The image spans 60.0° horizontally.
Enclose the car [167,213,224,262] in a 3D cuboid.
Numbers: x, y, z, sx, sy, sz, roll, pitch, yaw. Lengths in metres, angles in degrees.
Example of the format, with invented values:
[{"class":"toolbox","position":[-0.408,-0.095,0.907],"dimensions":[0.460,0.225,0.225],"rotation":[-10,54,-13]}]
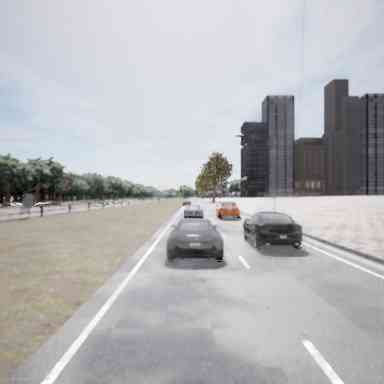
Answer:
[{"class":"car","position":[0.112,1.717,12.875],"dimensions":[1.994,1.385,4.181],"rotation":[0,-1,0]}]

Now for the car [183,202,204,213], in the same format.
[{"class":"car","position":[0.153,1.916,31.018],"dimensions":[2.033,1.411,5.357],"rotation":[0,-1,0]}]

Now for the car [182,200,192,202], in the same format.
[{"class":"car","position":[-1.097,2.411,72.651],"dimensions":[1.812,1.442,4.674],"rotation":[0,-1,0]}]

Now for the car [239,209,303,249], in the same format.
[{"class":"car","position":[3.621,1.664,15.627],"dimensions":[1.882,1.535,5.008],"rotation":[0,-1,0]}]

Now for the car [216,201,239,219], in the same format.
[{"class":"car","position":[3.658,1.760,34.404],"dimensions":[2.097,1.767,4.553],"rotation":[0,-1,0]}]
